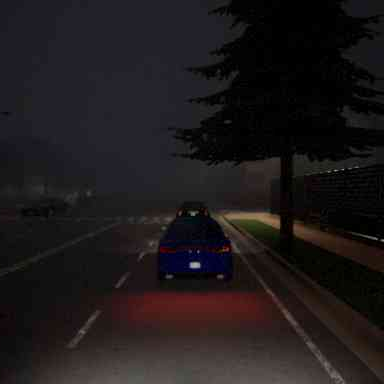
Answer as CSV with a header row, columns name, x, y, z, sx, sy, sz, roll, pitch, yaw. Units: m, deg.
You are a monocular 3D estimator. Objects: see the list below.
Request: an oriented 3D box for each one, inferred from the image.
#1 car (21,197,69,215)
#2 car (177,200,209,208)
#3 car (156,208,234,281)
name,x,y,z,sx,sy,sz,roll,pitch,yaw
car,-10.536,1.069,24.172,1.882,1.535,5.008,0,0,0
car,0.066,1.329,21.947,2.097,1.767,4.553,0,0,0
car,0.068,1.467,9.865,1.882,1.535,5.008,0,0,0
